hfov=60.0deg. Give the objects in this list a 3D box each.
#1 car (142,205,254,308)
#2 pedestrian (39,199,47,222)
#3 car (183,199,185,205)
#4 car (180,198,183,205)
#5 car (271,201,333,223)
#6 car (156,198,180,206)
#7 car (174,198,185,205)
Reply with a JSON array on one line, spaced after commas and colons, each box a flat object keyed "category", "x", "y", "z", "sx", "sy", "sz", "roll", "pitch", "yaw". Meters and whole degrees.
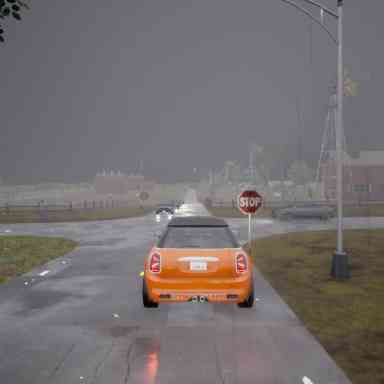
[{"category": "car", "x": 0.119, "y": 1.354, "z": 8.100, "sx": 2.097, "sy": 1.767, "sz": 4.553, "roll": 0, "pitch": 0, "yaw": 0}, {"category": "pedestrian", "x": -12.088, "y": 1.466, "z": 26.978, "sx": 0.375, "sy": 1.860, "sz": 0.375, "roll": 0, "pitch": 2, "yaw": 0}, {"category": "car", "x": -2.694, "y": 1.755, "z": 56.559, "sx": 2.033, "sy": 1.411, "sz": 5.357, "roll": 0, "pitch": -1, "yaw": 0}, {"category": "car", "x": -2.725, "y": 1.687, "z": 46.320, "sx": 1.994, "sy": 1.385, "sz": 4.181, "roll": 0, "pitch": 0, "yaw": 0}, {"category": "car", "x": 7.830, "y": 1.380, "z": 23.797, "sx": 4.181, "sy": 1.385, "sz": 1.994, "roll": -1, "pitch": 1, "yaw": 1}, {"category": "car", "x": -2.794, "y": 1.613, "z": 36.483, "sx": 2.033, "sy": 1.411, "sz": 5.357, "roll": 0, "pitch": 0, "yaw": 1}, {"category": "car", "x": -2.579, "y": 1.915, "z": 69.415, "sx": 1.994, "sy": 1.385, "sz": 4.181, "roll": 0, "pitch": -1, "yaw": 0}]
